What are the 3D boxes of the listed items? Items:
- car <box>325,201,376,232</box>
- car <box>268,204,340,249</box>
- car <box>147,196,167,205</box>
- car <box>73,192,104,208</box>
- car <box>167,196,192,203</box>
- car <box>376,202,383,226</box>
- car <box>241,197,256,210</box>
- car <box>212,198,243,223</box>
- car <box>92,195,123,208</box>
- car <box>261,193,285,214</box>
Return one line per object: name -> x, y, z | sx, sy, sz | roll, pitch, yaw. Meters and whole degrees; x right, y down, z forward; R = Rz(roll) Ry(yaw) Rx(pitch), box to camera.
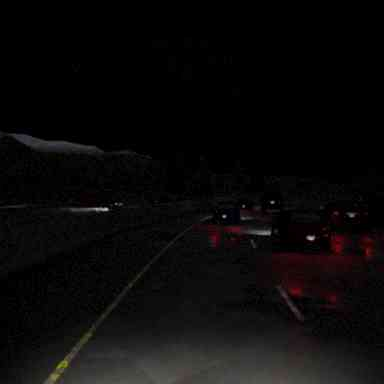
car -> 8.900, 1.298, 19.954 | 2.097, 1.767, 4.553 | 0, 0, 9
car -> 4.588, 1.483, 14.388 | 1.812, 1.442, 4.674 | 0, 0, 6
car -> -5.049, 1.297, 50.550 | 1.882, 1.535, 5.008 | 0, 0, 20
car -> -13.997, 1.046, 45.761 | 2.150, 2.045, 5.566 | 0, 0, 17
car -> -1.447, 1.373, 50.359 | 2.033, 1.411, 5.357 | 0, 0, 20
car -> 12.882, 1.448, 22.521 | 1.837, 1.490, 4.892 | 0, 0, 10
car -> 6.724, 1.377, 41.024 | 1.837, 1.490, 4.892 | 0, 1, 17
car -> 2.566, 1.446, 24.401 | 1.812, 1.442, 4.674 | 0, 0, 10
car -> -10.876, 1.397, 43.947 | 1.994, 1.385, 4.181 | 0, 0, 17
car -> 8.263, 1.118, 33.931 | 2.150, 2.045, 5.566 | 0, 0, 15
